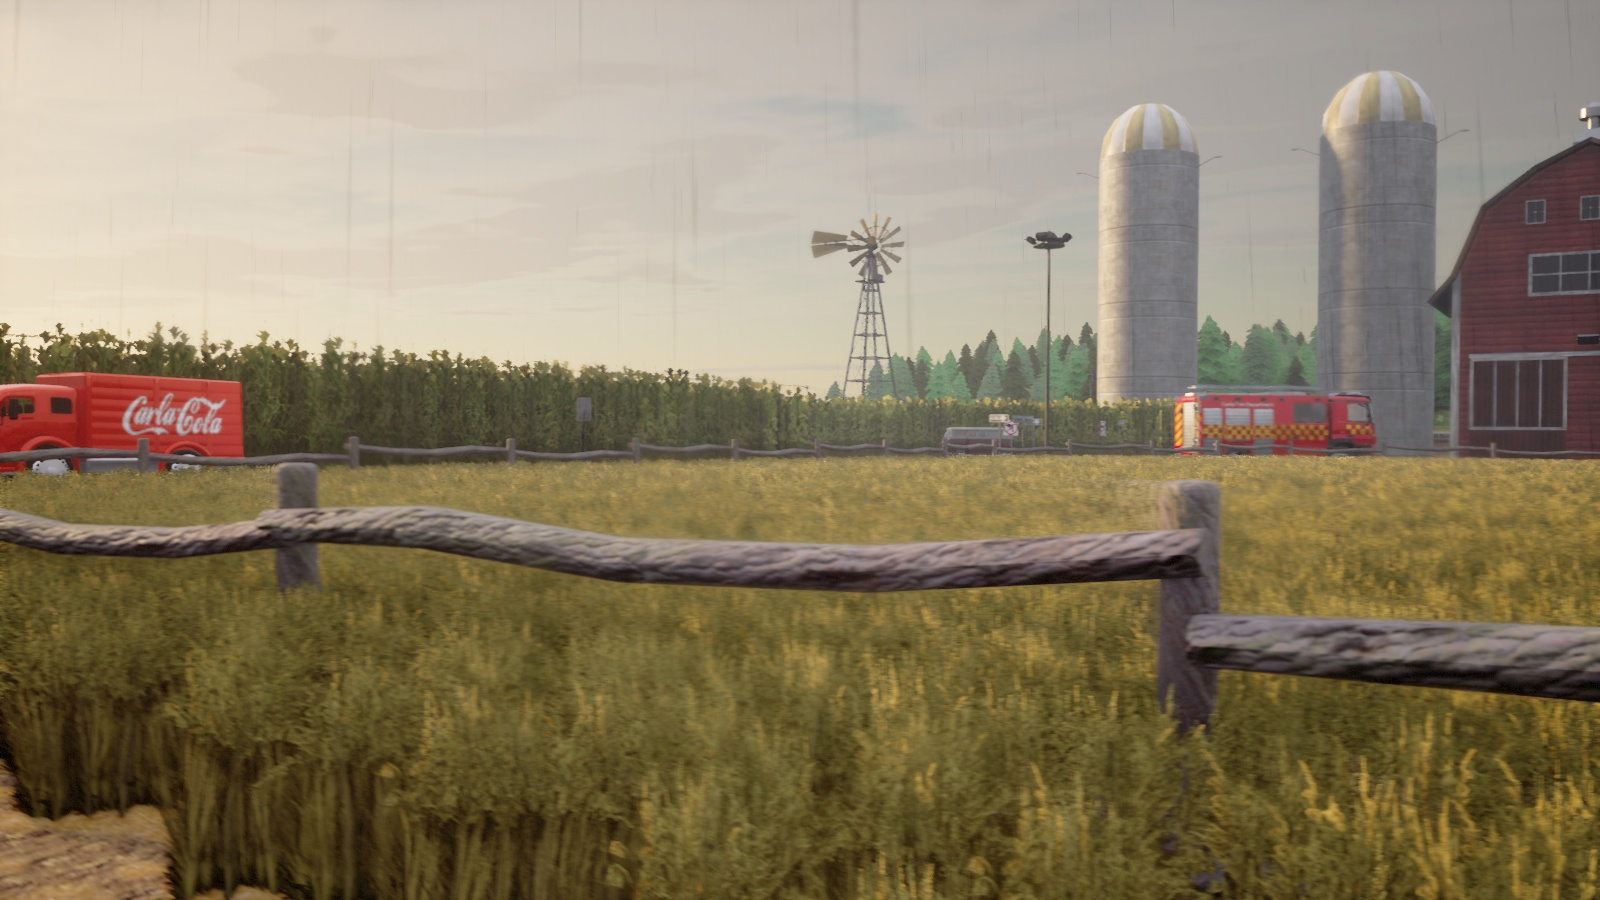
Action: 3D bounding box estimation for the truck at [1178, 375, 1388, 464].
[{"bbox_3d":[21.718,-1.367,56.676,8.468,3.827,2.891,-1,0,-7],"label":"truck"}]

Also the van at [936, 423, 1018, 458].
[{"bbox_3d":[10.466,-0.549,74.355,4.442,1.987,1.775,-1,1,-7],"label":"van"}]

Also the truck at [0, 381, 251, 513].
[{"bbox_3d":[-14.653,-0.077,26.260,2.627,2.467,5.204,0,0,34],"label":"truck"}]
